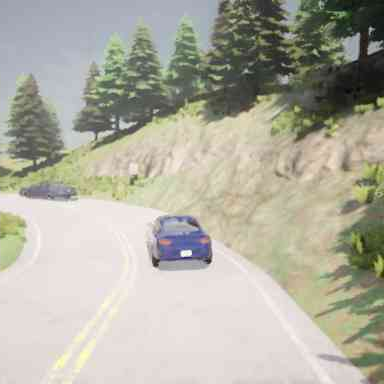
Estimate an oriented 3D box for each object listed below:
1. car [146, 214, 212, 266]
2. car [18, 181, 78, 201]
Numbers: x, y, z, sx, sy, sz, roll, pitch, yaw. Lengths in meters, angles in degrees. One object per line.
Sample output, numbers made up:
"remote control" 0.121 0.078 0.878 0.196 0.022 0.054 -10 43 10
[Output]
"car" -0.563 1.475 11.548 1.812 1.442 4.674 0 2 -10
"car" -11.517 -0.155 26.496 5.357 1.411 2.033 3 6 30
